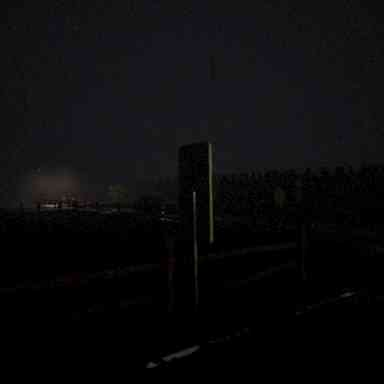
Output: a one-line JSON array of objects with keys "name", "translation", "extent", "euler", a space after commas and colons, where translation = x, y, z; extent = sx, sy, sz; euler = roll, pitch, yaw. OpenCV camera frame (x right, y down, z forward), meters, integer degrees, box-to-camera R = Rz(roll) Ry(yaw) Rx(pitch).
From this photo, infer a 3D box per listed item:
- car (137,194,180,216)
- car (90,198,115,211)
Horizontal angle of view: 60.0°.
[{"name": "car", "translation": [-3.254, 1.253, 31.787], "extent": [2.150, 2.045, 5.566], "euler": [-2, 2, -35]}, {"name": "car", "translation": [-11.881, 1.557, 43.946], "extent": [1.882, 1.535, 5.008], "euler": [-2, 0, -35]}]
